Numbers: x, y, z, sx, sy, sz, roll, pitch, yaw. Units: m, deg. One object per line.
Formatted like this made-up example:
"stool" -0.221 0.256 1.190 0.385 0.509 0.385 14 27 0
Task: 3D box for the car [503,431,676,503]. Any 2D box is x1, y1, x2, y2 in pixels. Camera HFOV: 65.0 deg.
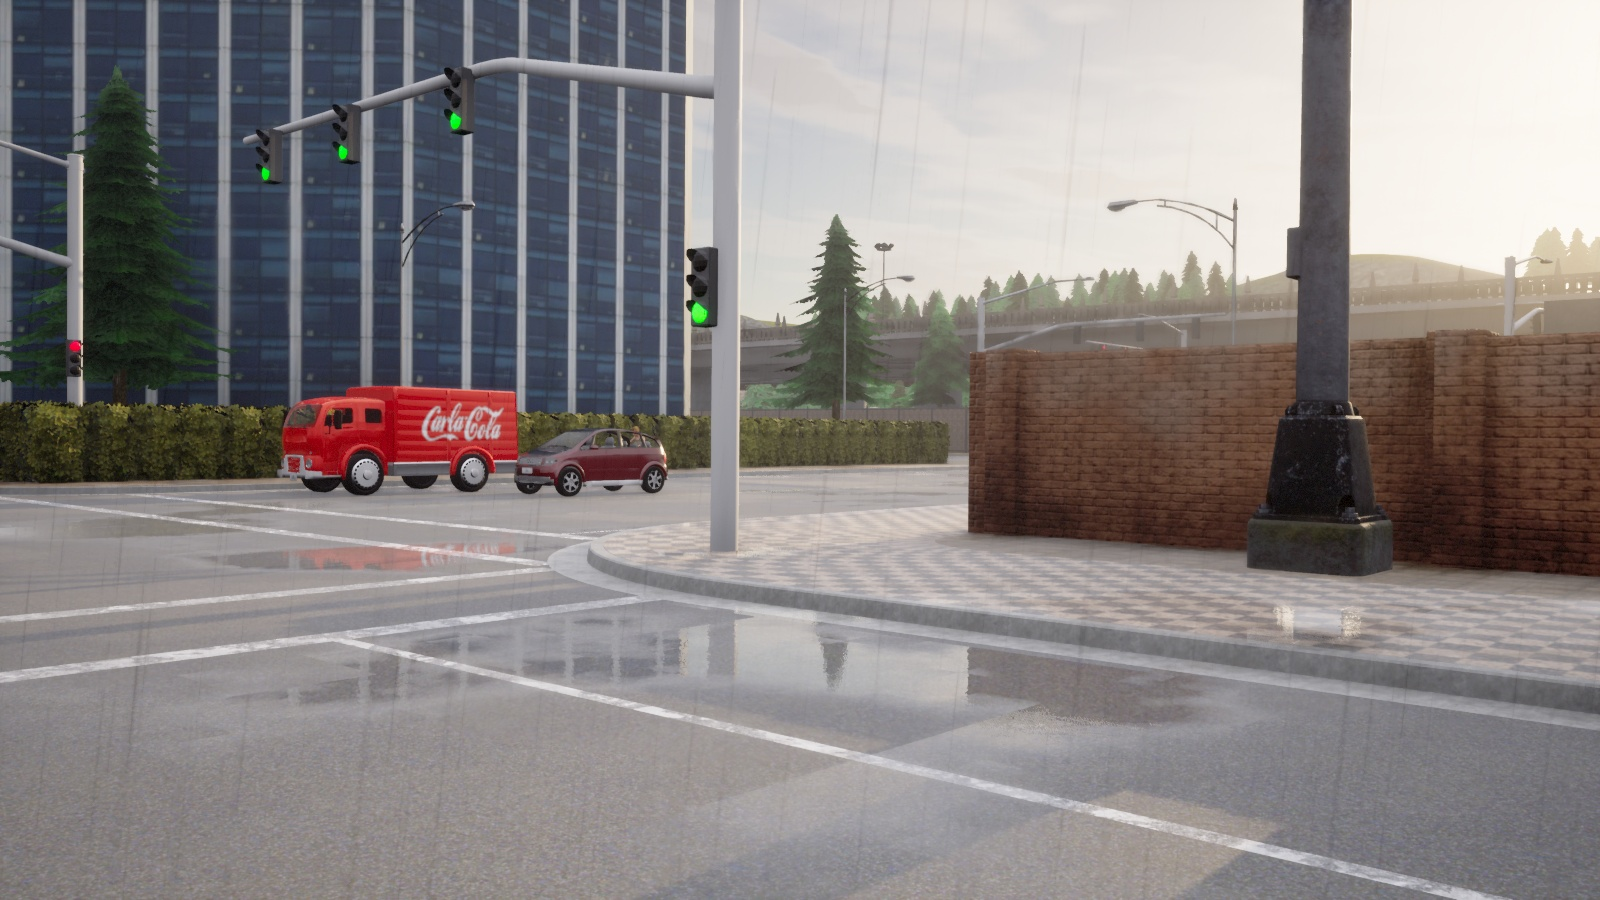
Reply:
"car" -4.882 0.352 29.483 1.789 1.549 3.705 0 1 41

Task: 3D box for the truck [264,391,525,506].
"truck" -9.437 -0.074 29.588 2.627 2.467 5.204 0 1 41
